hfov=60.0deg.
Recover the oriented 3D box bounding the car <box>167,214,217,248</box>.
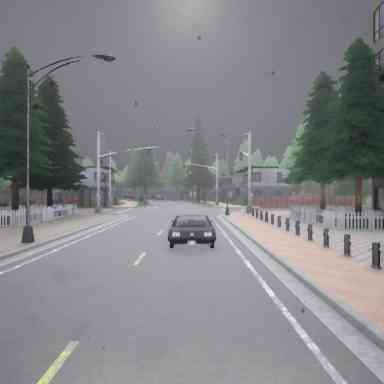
[{"bbox_3d":[0.000,1.614,14.680,1.895,1.301,4.718,0,0,0],"label":"car"}]

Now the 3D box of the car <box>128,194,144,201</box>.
[{"bbox_3d":[-13.751,1.484,84.024,2.128,1.511,4.902,0,0,-31],"label":"car"}]

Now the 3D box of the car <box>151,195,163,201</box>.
[{"bbox_3d":[-8.701,1.414,82.361,1.994,1.385,4.181,0,0,-31],"label":"car"}]
